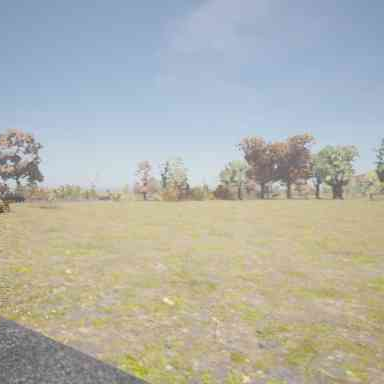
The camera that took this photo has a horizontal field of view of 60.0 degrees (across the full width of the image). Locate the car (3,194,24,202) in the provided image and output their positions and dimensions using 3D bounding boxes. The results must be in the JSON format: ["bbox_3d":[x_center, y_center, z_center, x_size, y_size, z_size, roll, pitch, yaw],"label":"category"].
[{"bbox_3d":[-38.957,1.361,74.119,2.150,2.045,5.566,0,0,34],"label":"car"}]
